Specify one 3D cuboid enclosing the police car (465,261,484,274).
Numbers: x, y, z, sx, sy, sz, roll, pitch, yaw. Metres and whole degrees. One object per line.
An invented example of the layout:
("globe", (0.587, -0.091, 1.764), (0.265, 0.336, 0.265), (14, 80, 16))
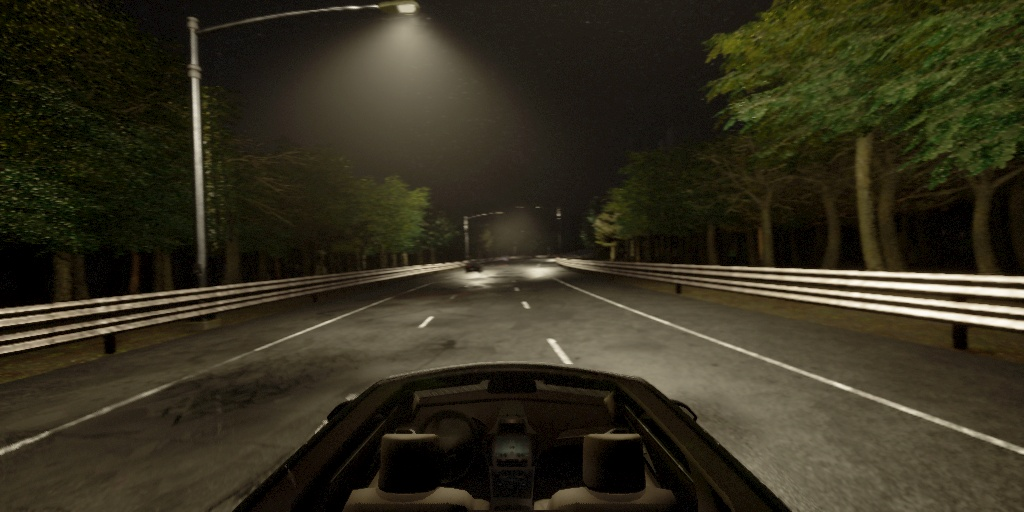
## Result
("police car", (-4.868, 1.455, 47.261), (1.930, 1.638, 5.238), (-2, 0, 3))
